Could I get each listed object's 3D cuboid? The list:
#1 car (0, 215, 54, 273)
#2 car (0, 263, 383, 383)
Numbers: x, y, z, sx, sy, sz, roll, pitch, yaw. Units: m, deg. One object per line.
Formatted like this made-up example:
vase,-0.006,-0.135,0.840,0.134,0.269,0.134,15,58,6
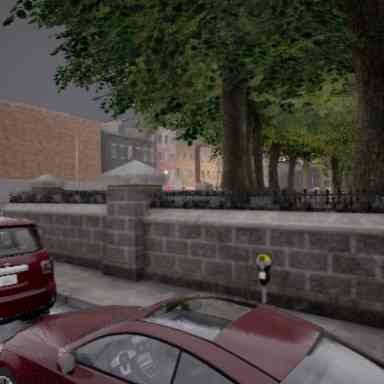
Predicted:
car,-4.522,1.324,6.038,5.009,1.841,2.192,0,-1,35
car,-0.083,1.584,2.878,4.206,1.307,1.802,0,-1,35
